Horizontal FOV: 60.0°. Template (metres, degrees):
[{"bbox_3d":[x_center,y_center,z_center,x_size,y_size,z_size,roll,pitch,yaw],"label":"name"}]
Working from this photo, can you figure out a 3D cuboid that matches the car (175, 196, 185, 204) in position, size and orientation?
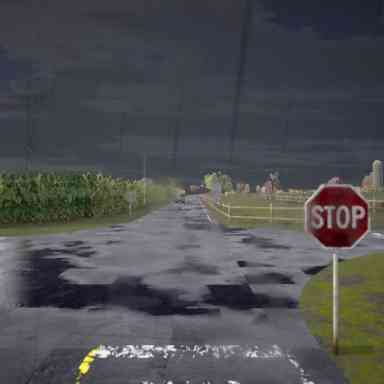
[{"bbox_3d":[-2.343,1.572,65.458,2.033,1.411,5.357,0,0,0],"label":"car"}]
